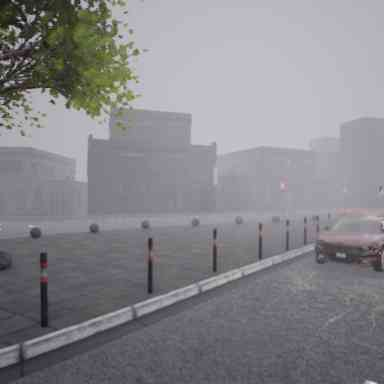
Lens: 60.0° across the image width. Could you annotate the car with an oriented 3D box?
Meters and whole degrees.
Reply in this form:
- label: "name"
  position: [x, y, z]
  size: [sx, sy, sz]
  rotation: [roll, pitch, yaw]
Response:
- label: "car"
  position: [5.788, 1.559, 11.391]
  size: [1.882, 1.535, 5.008]
  rotation: [0, -1, 39]
